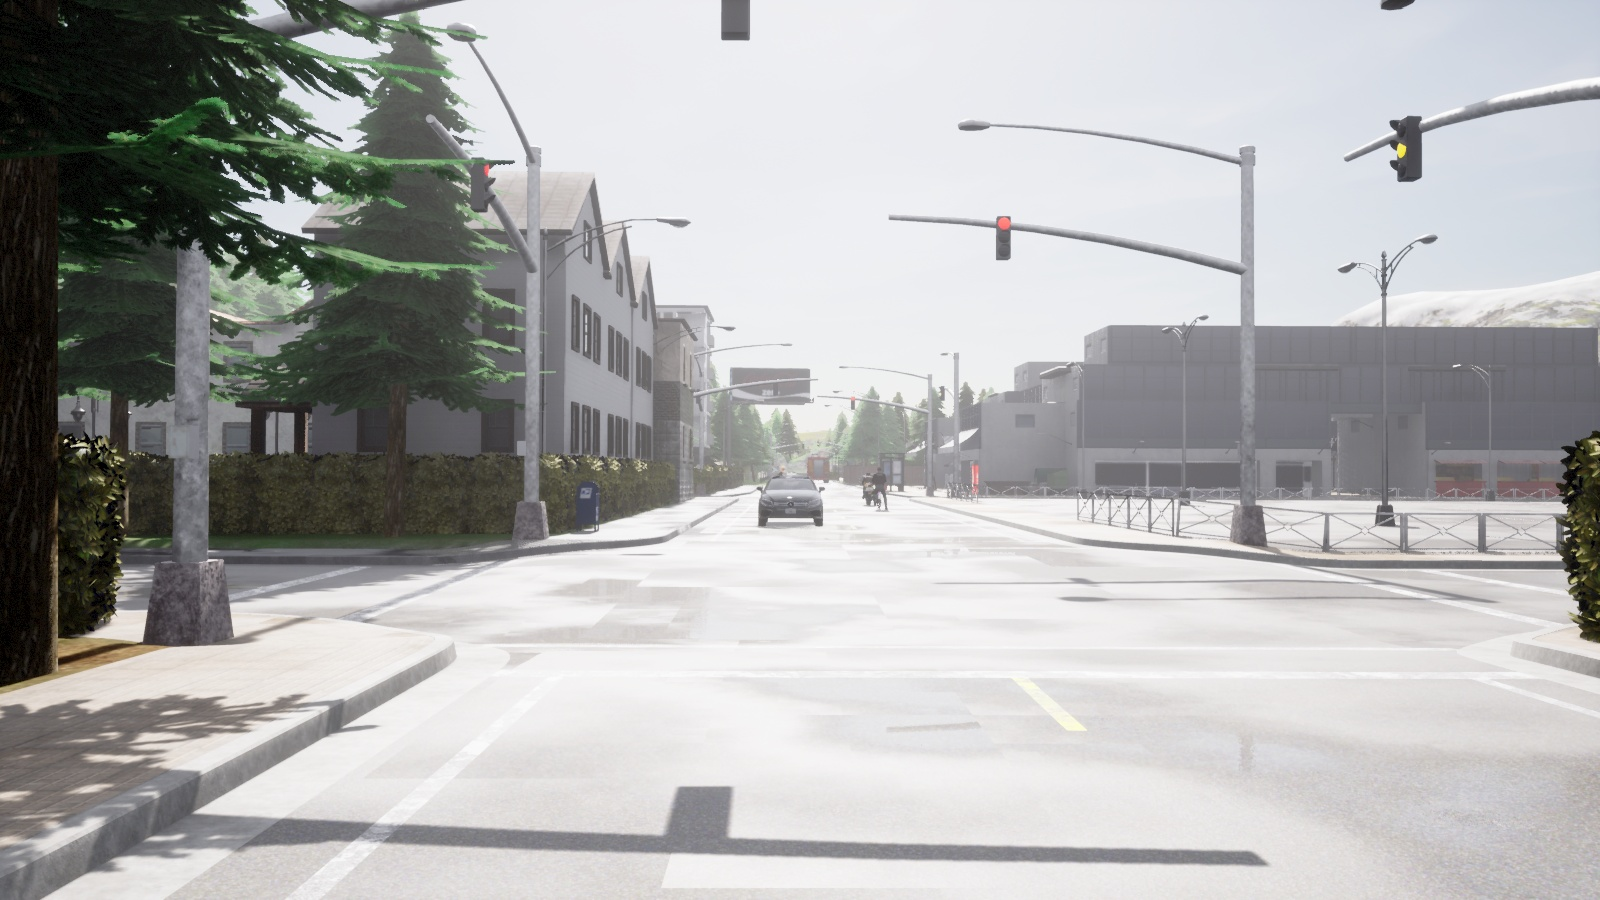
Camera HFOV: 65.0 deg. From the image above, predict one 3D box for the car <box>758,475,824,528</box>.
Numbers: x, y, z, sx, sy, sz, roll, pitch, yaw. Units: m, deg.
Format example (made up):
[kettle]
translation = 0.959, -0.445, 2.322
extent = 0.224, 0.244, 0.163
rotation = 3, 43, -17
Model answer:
[car]
translation = -0.258, 1.455, 36.731
extent = 1.812, 1.442, 4.674
rotation = 0, -1, 0

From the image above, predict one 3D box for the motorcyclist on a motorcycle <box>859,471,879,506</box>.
[motorcyclist on a motorcycle]
translation = 3.109, 1.733, 56.791
extent = 0.797, 1.523, 2.044
rotation = 0, -1, 0
